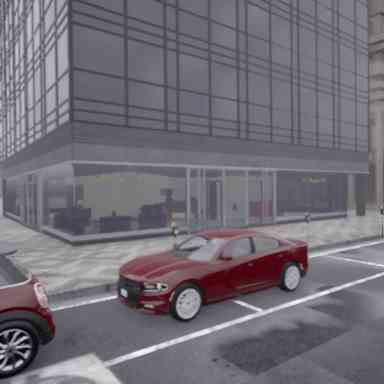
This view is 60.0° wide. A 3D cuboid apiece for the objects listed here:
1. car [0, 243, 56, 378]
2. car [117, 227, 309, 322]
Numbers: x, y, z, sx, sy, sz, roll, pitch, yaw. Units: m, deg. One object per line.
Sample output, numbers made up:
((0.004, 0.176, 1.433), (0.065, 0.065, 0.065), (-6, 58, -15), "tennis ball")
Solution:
((-3.909, 1.453, 3.858), (4.097, 1.590, 1.967), (-1, 0, -36), "car")
((0.638, 1.494, 7.131), (4.507, 1.381, 1.887), (-1, 0, -36), "car")
